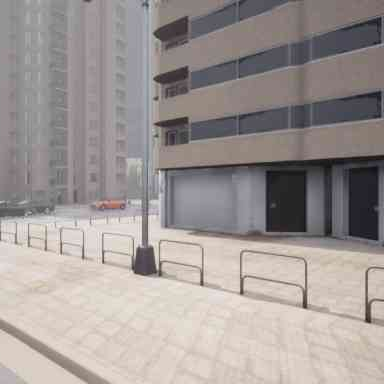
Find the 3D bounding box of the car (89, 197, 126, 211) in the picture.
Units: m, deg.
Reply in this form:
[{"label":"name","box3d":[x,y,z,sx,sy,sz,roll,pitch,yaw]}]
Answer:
[{"label":"car","box3d":[-10.585,1.407,41.716,2.097,1.767,4.553,0,0,39]}]

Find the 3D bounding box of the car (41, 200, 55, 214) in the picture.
[{"label":"car","box3d":[-16.644,1.560,34.127,1.837,1.490,4.892,0,0,39]}]

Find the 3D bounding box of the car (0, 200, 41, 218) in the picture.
[{"label":"car","box3d":[-16.143,1.560,28.861,1.837,1.490,4.892,0,0,39]}]
